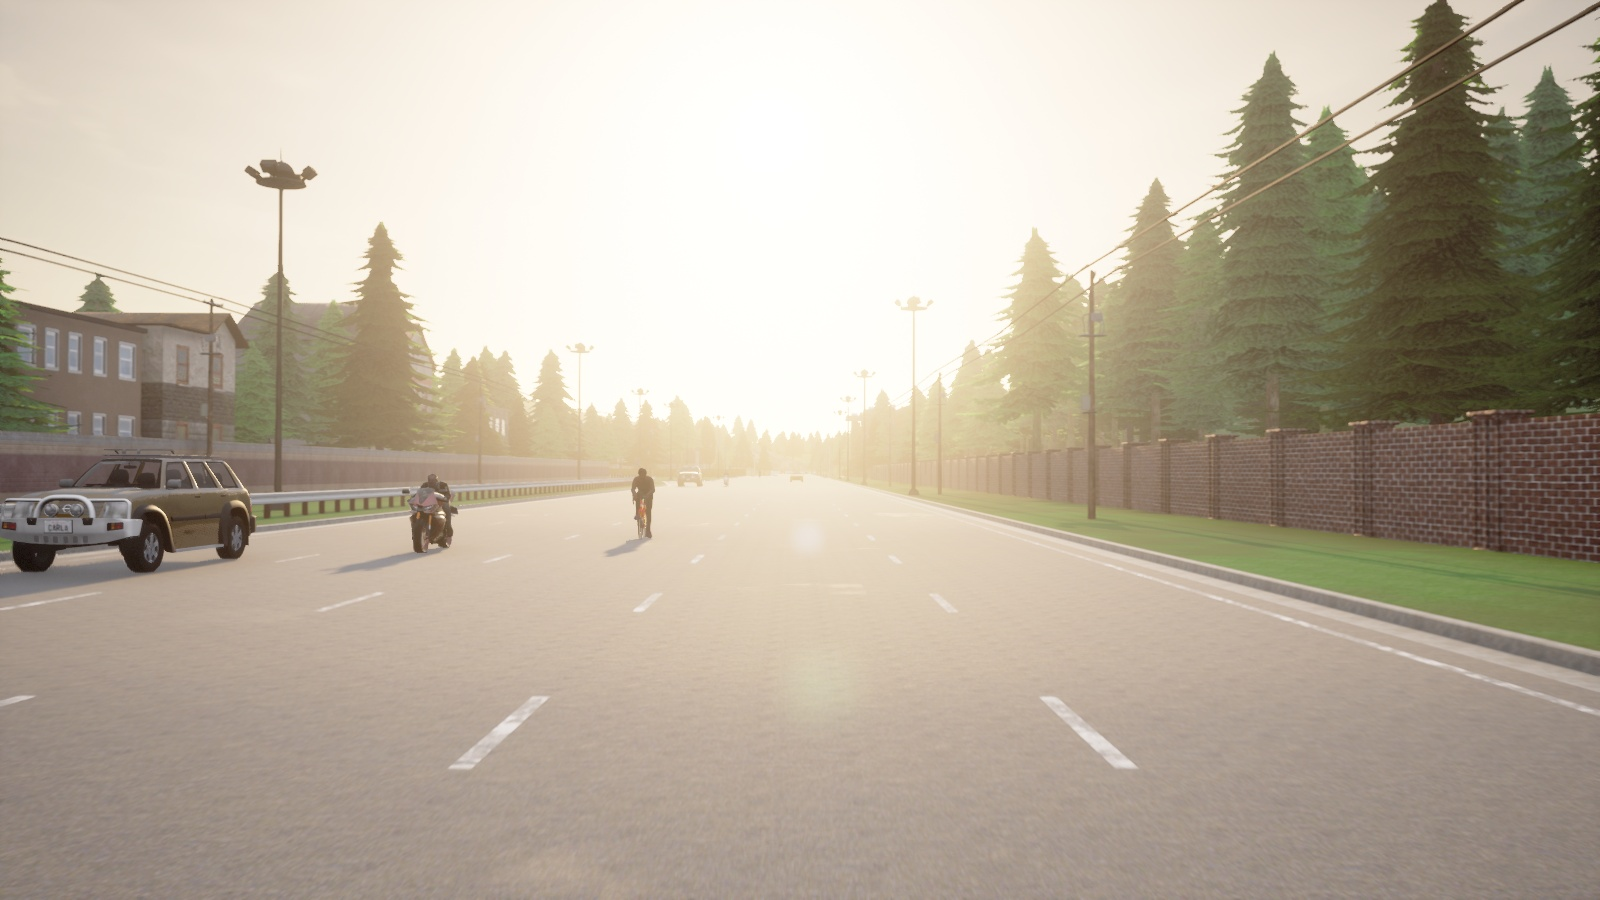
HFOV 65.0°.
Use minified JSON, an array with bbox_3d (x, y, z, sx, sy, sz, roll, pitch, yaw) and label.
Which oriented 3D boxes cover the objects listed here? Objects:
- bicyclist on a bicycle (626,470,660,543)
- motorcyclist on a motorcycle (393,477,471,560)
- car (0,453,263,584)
[{"bbox_3d":[-3.569,1.261,28.645,0.582,1.620,1.656,0,-1,0],"label":"bicyclist on a bicycle"},{"bbox_3d":[-7.058,1.283,24.212,0.866,1.530,2.191,0,-1,0],"label":"motorcyclist on a motorcycle"},{"bbox_3d":[-10.549,1.010,20.123,1.932,1.855,4.605,0,-1,0],"label":"car"}]
